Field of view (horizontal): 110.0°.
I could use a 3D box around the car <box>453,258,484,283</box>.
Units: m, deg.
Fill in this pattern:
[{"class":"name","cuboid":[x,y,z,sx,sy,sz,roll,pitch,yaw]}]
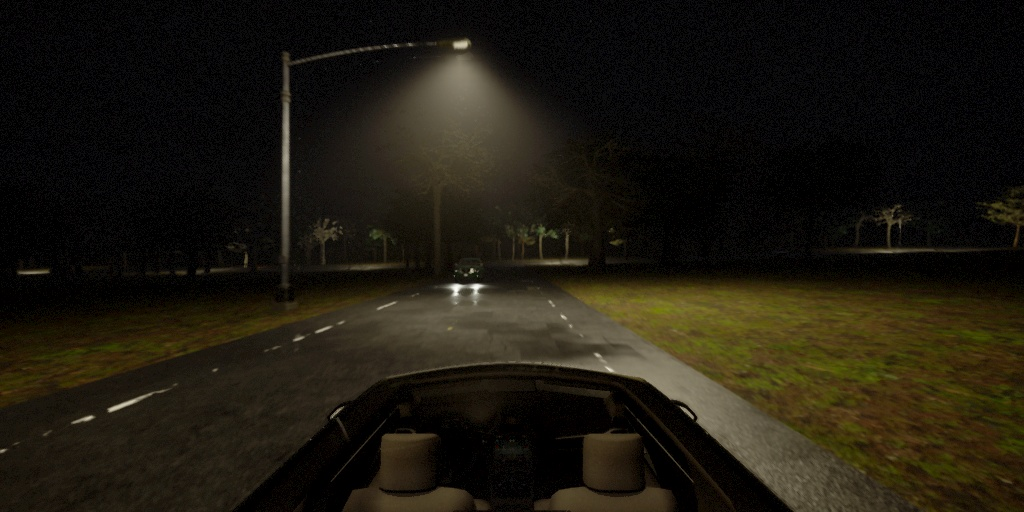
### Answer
[{"class":"car","cuboid":[-3.601,1.170,30.791,2.150,2.045,5.566,0,-1,0]}]
